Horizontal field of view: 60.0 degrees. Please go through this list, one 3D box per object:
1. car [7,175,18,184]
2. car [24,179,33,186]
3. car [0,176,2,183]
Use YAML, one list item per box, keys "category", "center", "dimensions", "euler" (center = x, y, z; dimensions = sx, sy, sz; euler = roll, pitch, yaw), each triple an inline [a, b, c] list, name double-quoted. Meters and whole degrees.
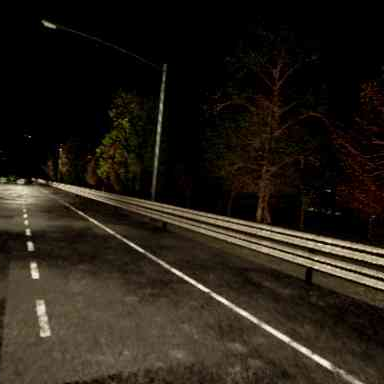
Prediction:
- category: "car"
  center: [-42.905, -2.952, 79.533]
  dimensions: [2.150, 2.045, 5.566]
  euler: [5, 0, -28]
- category: "car"
  center: [-40.024, -2.383, 81.498]
  dimensions: [1.812, 1.442, 4.674]
  euler: [5, 0, -28]
- category: "car"
  center: [-45.993, -3.239, 77.910]
  dimensions: [2.150, 2.045, 5.566]
  euler: [5, 0, -28]
